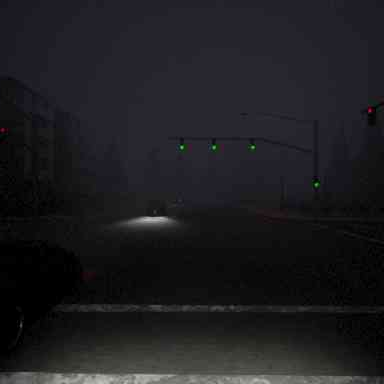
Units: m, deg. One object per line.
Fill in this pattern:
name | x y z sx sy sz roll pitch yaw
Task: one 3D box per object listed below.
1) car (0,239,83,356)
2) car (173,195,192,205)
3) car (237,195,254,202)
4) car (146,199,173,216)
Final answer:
car | -3.480 1.570 5.910 1.994 1.385 4.181 0 0 0
car | -1.837 1.305 57.807 2.097 1.767 4.553 0 0 27
car | 12.368 1.510 76.970 4.902 1.511 2.128 0 0 -43
car | -3.315 1.538 32.133 2.128 1.511 4.902 0 1 0
